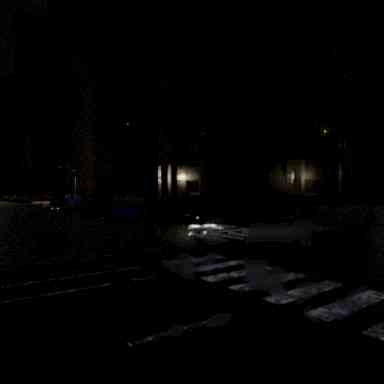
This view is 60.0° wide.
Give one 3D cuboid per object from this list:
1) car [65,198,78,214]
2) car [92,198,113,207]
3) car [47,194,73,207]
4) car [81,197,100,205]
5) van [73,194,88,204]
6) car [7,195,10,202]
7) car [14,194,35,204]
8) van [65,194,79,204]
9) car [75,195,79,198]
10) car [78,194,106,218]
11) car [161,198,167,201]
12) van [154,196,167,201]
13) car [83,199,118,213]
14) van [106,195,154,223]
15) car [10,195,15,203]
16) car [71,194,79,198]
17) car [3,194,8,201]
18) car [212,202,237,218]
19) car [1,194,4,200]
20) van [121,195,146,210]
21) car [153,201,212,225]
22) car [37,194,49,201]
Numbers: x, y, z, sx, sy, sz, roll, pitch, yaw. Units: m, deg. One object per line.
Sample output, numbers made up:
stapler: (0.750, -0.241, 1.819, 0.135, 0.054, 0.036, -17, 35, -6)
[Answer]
car: (-11.379, 1.563, 34.365, 1.802, 1.307, 4.206, 0, 0, -36)
car: (-14.363, 1.596, 53.178, 1.802, 1.307, 4.206, 0, 0, -36)
car: (-20.867, 1.513, 52.364, 1.882, 1.535, 5.008, 0, 0, -36)
car: (-17.668, 1.597, 57.795, 1.802, 1.307, 4.206, 0, 0, -36)
van: (-20.972, 1.356, 62.412, 1.690, 1.788, 3.998, 0, 0, -36)
car: (-37.719, 1.505, 71.157, 1.752, 1.417, 4.829, 0, 0, -36)
car: (-31.208, 1.530, 62.063, 2.008, 1.369, 4.403, 0, 0, -36)
van: (-24.277, 1.357, 67.028, 1.690, 1.788, 3.998, 0, 0, -36)
car: (-15.816, 1.528, 50.550, 1.812, 1.442, 4.674, 0, 0, -35)
car: (-8.072, 1.299, 29.750, 2.192, 1.841, 5.009, 0, 0, -36)
car: (-1.143, 1.603, 34.713, 1.802, 1.307, 4.206, 0, 0, -36)
van: (-4.447, 1.359, 39.330, 1.690, 1.788, 3.998, 0, 0, -36)
car: (-10.458, 1.539, 37.658, 2.033, 1.411, 5.357, 0, 0, -36)
van: (-4.768, 1.329, 25.133, 1.690, 1.788, 3.998, 0, 0, -36)
car: (-34.512, 1.420, 66.680, 1.967, 1.590, 4.097, 0, 0, -36)
car: (-21.823, 1.551, 58.853, 2.033, 1.411, 5.357, 0, 0, -36)
car: (-41.123, 1.546, 75.912, 1.947, 1.339, 4.313, 0, 0, -36)
car: (2.162, 1.575, 30.096, 2.008, 1.369, 4.403, 0, 0, -36)
car: (-44.328, 1.506, 80.389, 1.752, 1.417, 4.829, 0, 0, -36)
van: (-7.752, 1.356, 43.946, 1.690, 1.788, 3.998, 0, 0, -36)
car: (-0.781, 1.565, 24.138, 1.994, 1.385, 4.181, 0, 0, -35)
car: (-37.497, 1.333, 85.494, 2.192, 1.841, 5.009, 0, 0, -36)
